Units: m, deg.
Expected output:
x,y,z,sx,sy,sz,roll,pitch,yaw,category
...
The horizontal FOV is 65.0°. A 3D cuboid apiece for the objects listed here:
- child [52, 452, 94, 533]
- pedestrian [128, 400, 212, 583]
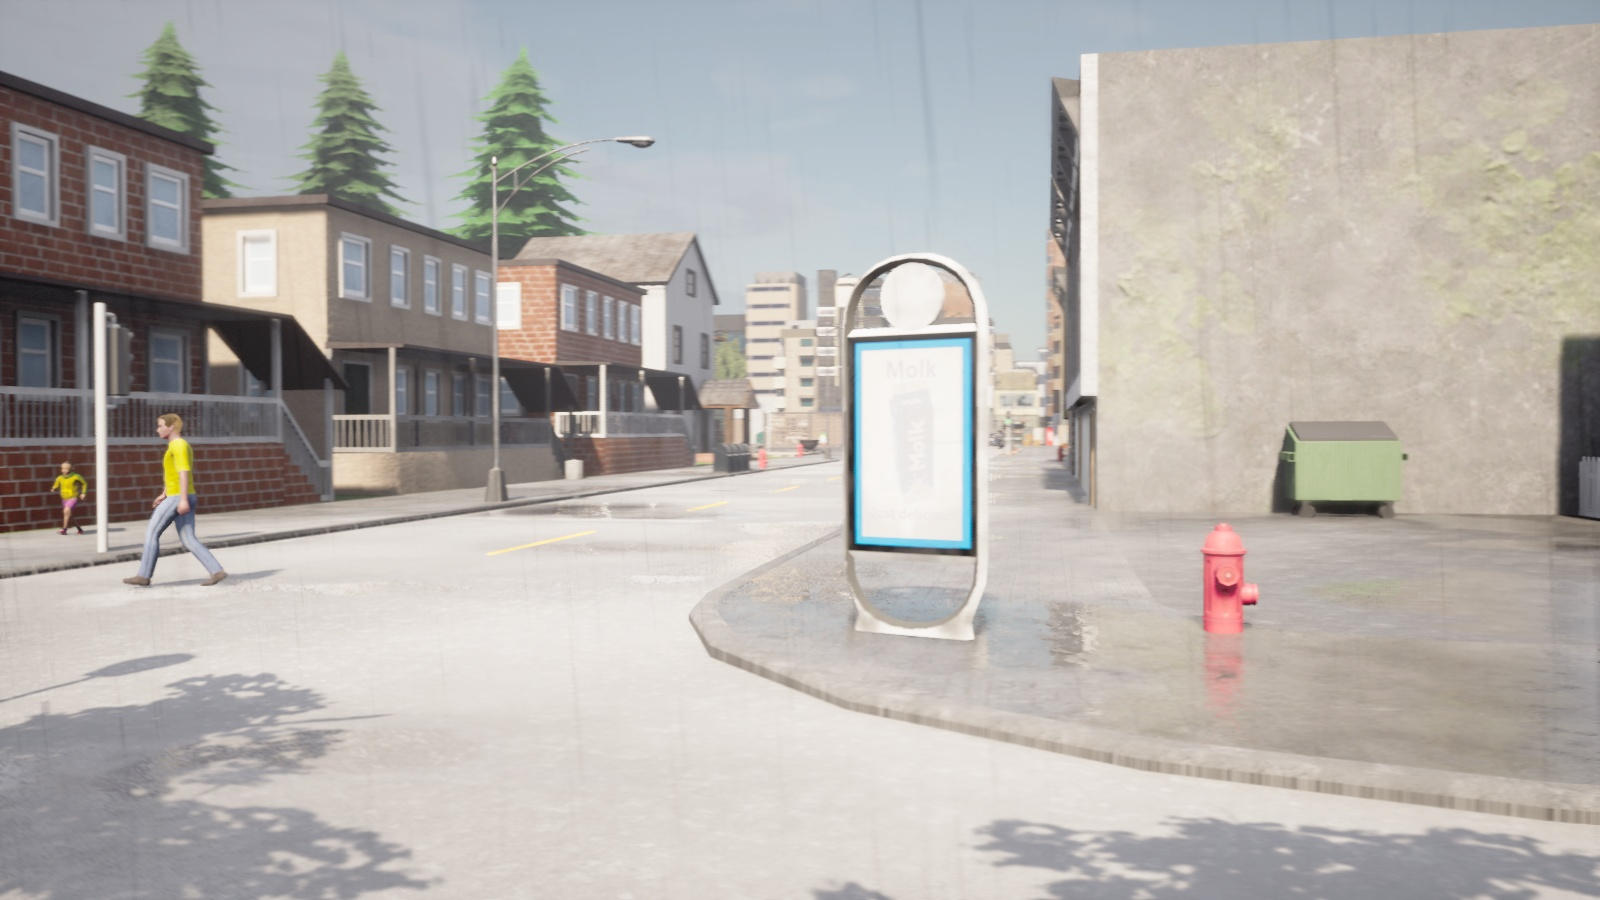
x,y,z,sx,sy,sz,roll,pitch,yaw,category
-10.629,0.615,18.360,0.299,1.160,0.473,0,1,9,child
-6.432,0.411,12.839,0.706,1.836,0.354,0,1,-16,pedestrian
